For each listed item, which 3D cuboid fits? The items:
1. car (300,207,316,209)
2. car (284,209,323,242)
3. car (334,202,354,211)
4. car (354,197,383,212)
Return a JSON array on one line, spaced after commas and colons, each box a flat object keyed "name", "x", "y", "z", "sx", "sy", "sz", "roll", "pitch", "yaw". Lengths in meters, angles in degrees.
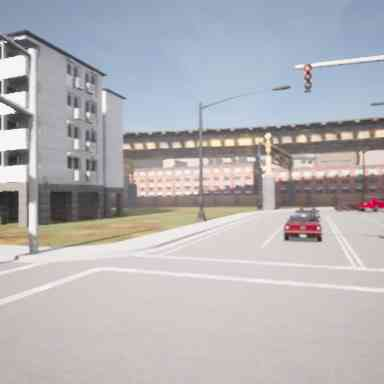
[{"name": "car", "x": 9.614, "y": 1.903, "z": 27.578, "sx": 1.994, "sy": 1.385, "sz": 4.181, "roll": -1, "pitch": -1, "yaw": 20}, {"name": "car", "x": 6.114, "y": 1.839, "z": 18.162, "sx": 1.895, "sy": 1.301, "sz": 4.718, "roll": -1, "pitch": -1, "yaw": 20}, {"name": "car", "x": 22.340, "y": 2.060, "z": 47.768, "sx": 4.181, "sy": 1.385, "sz": 1.994, "roll": 0, "pitch": -1, "yaw": -33}, {"name": "car", "x": 24.912, "y": 1.647, "z": 45.093, "sx": 5.566, "sy": 2.045, "sz": 2.150, "roll": 0, "pitch": -1, "yaw": -33}]
